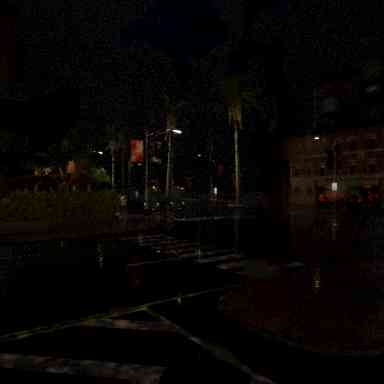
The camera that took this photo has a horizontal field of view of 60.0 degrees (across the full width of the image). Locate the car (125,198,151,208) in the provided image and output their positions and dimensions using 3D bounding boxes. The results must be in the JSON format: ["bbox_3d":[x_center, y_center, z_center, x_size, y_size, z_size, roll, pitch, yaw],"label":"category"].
[{"bbox_3d":[-7.917,1.601,48.266,1.895,1.301,4.718,0,0,-35],"label":"car"}]

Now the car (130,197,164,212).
[{"bbox_3d":[-5.585,1.352,38.846,2.097,1.767,4.553,0,0,-35],"label":"car"}]

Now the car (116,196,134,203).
[{"bbox_3d":[-13.873,1.522,68.696,1.812,1.442,4.674,0,0,-39],"label":"car"}]

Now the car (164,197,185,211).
[{"bbox_3d":[-2.750,1.352,40.905,2.097,1.767,4.553,0,0,-35],"label":"car"}]
